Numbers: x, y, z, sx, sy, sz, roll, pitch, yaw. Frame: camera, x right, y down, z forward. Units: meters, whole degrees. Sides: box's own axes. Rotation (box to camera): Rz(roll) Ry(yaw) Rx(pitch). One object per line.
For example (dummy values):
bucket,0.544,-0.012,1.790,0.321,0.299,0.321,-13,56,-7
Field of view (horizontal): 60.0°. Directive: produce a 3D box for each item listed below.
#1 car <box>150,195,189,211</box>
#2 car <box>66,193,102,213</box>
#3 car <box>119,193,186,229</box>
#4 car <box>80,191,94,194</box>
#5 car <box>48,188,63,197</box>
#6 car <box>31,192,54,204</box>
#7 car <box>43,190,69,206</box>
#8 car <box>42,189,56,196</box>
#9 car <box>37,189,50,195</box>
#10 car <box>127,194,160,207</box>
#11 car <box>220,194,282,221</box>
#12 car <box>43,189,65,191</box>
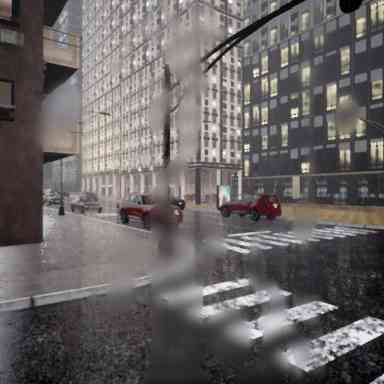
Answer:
car,-2.320,1.066,33.280,1.947,1.339,4.313,1,0,-36
car,-9.062,1.065,28.303,1.802,1.307,4.206,2,0,-36
car,-2.534,1.006,19.330,2.192,1.841,5.009,2,0,-36
car,-14.649,0.667,45.816,1.837,1.490,4.892,0,0,-36
car,-28.405,0.095,69.179,1.967,1.590,4.097,1,0,-36
car,-18.843,0.750,41.761,1.802,1.307,4.206,2,0,-36
car,-15.583,0.825,37.276,2.008,1.369,4.403,2,0,-36
car,-31.669,0.093,73.667,1.887,1.381,4.507,1,0,-36
car,-34.930,-0.014,78.155,1.887,1.381,4.507,1,0,-36
car,-5.582,0.961,37.768,1.947,1.339,4.313,1,0,-36
car,4.208,1.022,24.305,2.192,1.841,5.009,1,0,-36
car,-25.367,0.169,60.571,2.097,1.767,4.553,0,1,-37
